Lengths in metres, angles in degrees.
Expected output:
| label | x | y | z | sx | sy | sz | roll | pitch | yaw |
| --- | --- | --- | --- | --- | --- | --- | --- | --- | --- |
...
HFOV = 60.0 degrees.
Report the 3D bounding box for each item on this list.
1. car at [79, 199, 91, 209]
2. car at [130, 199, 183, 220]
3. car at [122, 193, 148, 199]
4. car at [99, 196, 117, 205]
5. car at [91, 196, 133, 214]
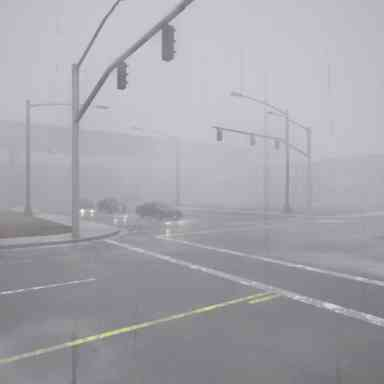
| label | x | y | z | sx | sy | sz | roll | pitch | yaw |
| --- | --- | --- | --- | --- | --- | --- | --- | --- | --- |
| car | -14.505 | 1.564 | 44.358 | 1.994 | 1.385 | 4.181 | 0 | 0 | -32 |
| car | -2.927 | 1.547 | 28.220 | 2.033 | 1.411 | 5.357 | 0 | 0 | -36 |
| car | -12.337 | 1.223 | 69.347 | 2.150 | 2.045 | 5.566 | 0 | 0 | 30 |
| car | -15.028 | 1.526 | 59.781 | 1.812 | 1.442 | 4.674 | 0 | 0 | 3 |
| car | -8.798 | 1.491 | 36.209 | 2.128 | 1.511 | 4.902 | 0 | 0 | -36 |
